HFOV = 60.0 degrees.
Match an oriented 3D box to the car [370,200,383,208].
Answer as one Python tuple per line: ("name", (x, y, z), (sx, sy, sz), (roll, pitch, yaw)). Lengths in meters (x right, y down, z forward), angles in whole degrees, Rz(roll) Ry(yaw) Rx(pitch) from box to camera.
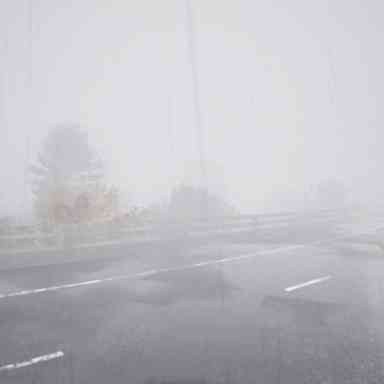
("car", (36.620, 2.386, 65.497), (2.128, 1.511, 4.902), (0, -1, 14))
